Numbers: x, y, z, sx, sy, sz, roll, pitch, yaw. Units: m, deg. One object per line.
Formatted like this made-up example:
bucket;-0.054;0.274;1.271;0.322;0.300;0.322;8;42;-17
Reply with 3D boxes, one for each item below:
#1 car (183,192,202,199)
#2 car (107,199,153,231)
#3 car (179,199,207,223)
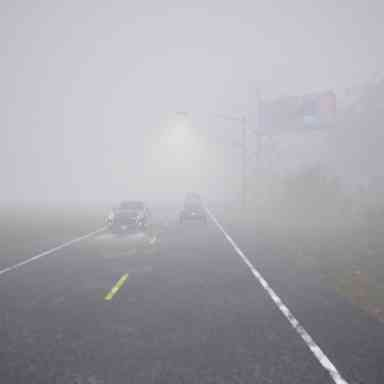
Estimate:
car;0.090;1.061;41.587;2.150;2.045;5.566;0;0;0
car;-3.582;1.274;19.927;2.097;1.767;4.553;0;0;0
car;0.080;1.468;24.915;1.994;1.385;4.181;0;0;0
